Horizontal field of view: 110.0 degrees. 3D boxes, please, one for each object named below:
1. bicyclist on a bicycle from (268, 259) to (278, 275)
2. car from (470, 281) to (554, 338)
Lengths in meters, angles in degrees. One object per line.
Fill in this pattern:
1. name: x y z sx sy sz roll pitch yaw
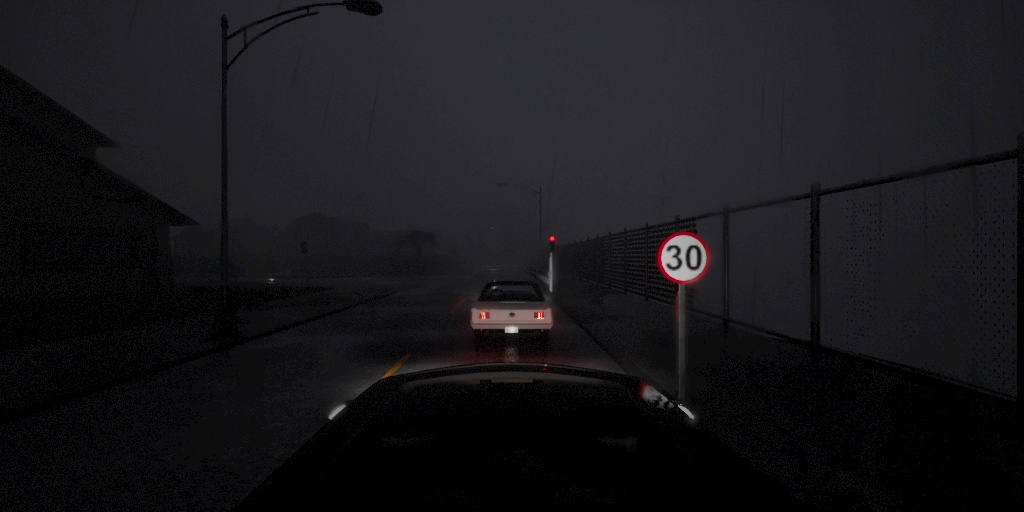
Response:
1. bicyclist on a bicycle: -24.322 1.099 36.495 0.582 1.620 1.656 0 0 0
2. car: -0.002 1.351 10.186 1.895 1.301 4.718 0 0 0
